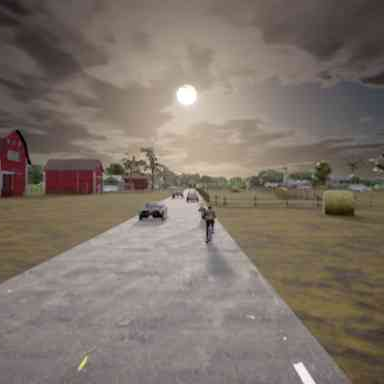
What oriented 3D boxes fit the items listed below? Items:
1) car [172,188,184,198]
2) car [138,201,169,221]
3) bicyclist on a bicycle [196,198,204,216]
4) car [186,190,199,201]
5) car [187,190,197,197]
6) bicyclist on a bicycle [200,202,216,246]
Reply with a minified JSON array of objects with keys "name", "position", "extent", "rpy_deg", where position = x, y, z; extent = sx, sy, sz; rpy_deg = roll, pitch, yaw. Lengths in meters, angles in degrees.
[{"name":"car","position":[-2.771,0.147,65.758],"extent":[2.150,2.045,5.566],"rpy_deg":[0,1,0]},{"name":"car","position":[-2.853,1.400,25.207],"extent":[1.895,1.301,4.718],"rpy_deg":[0,1,0]},{"name":"bicyclist on a bicycle","position":[0.744,1.251,24.178],"extent":[0.866,1.612,1.509],"rpy_deg":[0,1,0]},{"name":"car","position":[0.085,0.723,55.393],"extent":[1.994,1.385,4.181],"rpy_deg":[0,1,0]},{"name":"car","position":[-0.014,0.288,73.740],"extent":[2.033,1.411,5.357],"rpy_deg":[0,1,0]},{"name":"bicyclist on a bicycle","position":[0.754,1.385,13.931],"extent":[0.582,1.620,1.656],"rpy_deg":[0,0,0]}]
